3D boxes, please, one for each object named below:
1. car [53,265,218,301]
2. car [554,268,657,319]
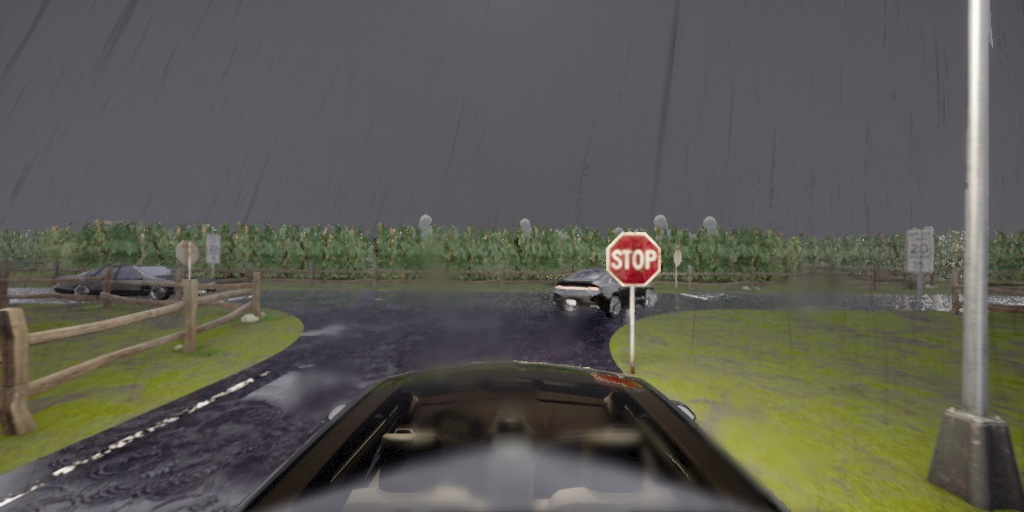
[{"bbox_3d":[-15.468,1.070,14.895,5.357,1.411,2.033,0,-1,0],"label":"car"},{"bbox_3d":[3.383,1.164,12.536,2.128,1.511,4.902,-1,-1,41],"label":"car"}]
